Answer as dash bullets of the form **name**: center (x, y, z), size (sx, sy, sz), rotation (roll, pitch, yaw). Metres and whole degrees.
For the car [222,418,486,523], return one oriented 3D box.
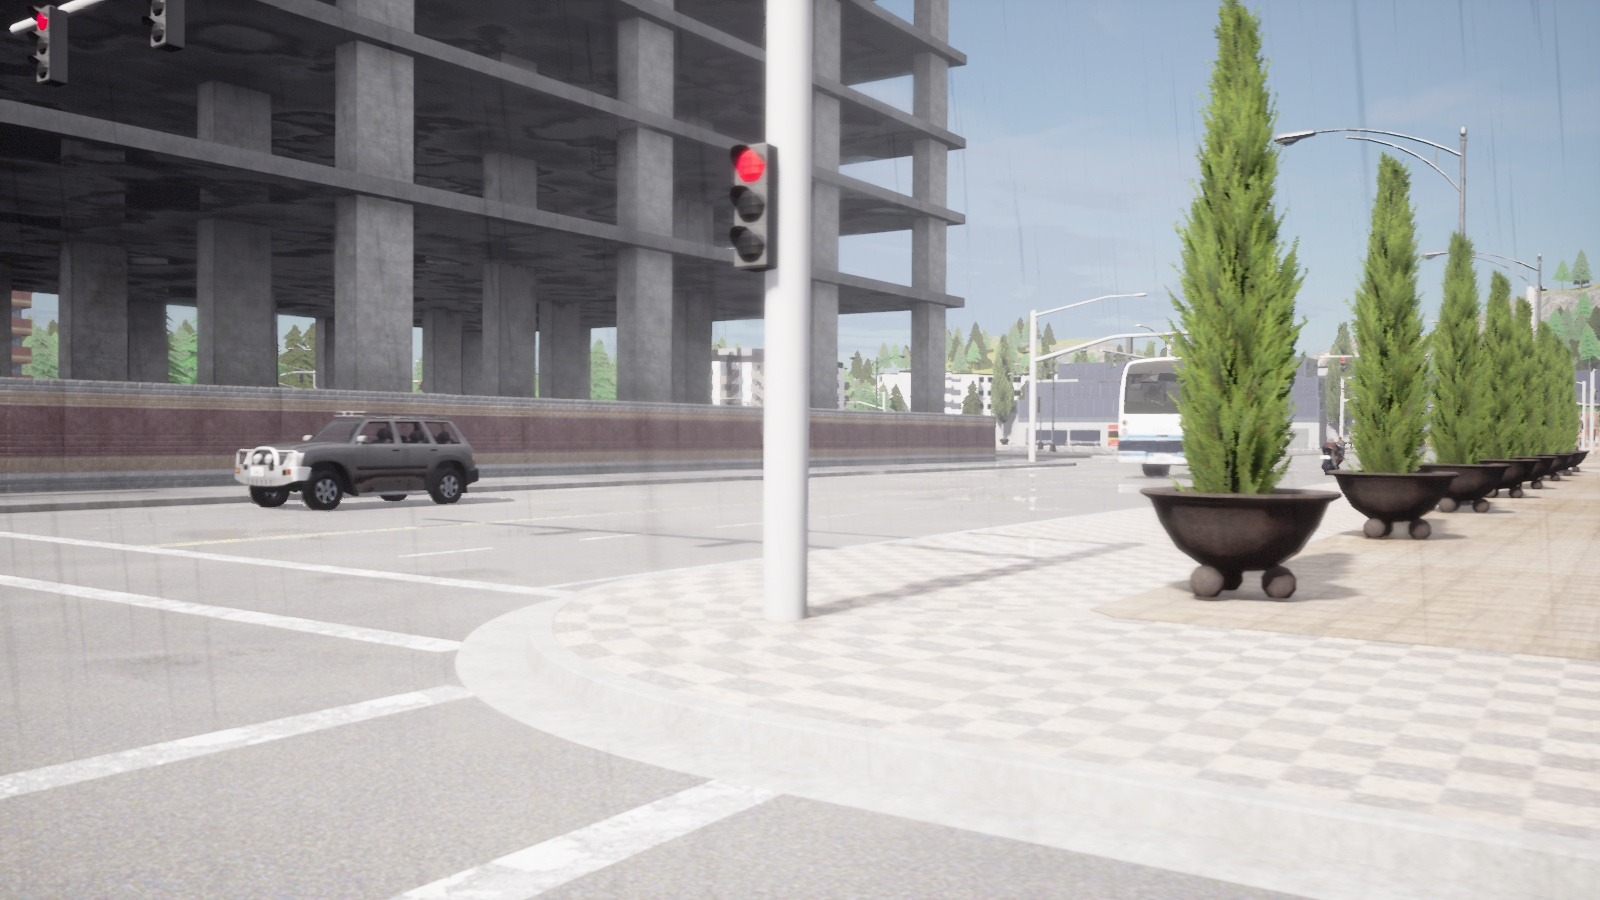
- **car**: center (-8.601, 0.334, 24.627), size (1.932, 1.855, 4.605), rotation (0, 1, 34)

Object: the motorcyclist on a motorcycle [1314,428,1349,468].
- **motorcyclist on a motorcycle**: center (21.086, -0.084, 49.825), size (0.866, 1.530, 2.191), rotation (0, 1, 34)

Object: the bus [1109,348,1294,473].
- **bus**: center (15.547, -1.411, 47.881), size (3.944, 4.253, 10.273), rotation (0, 1, 34)
